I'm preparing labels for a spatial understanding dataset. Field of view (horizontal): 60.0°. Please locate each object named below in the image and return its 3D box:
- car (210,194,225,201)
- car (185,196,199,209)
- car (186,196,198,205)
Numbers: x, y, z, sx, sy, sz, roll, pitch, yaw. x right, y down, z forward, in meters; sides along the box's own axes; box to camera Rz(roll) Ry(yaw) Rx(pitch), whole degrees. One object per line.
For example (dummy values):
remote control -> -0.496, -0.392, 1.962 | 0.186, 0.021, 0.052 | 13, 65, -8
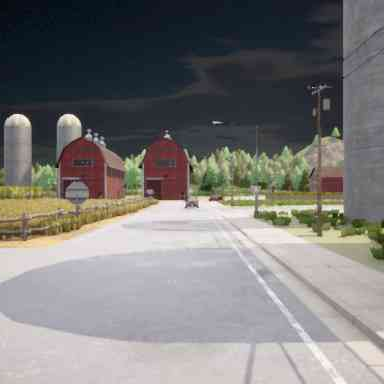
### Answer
car -> 5.985, 1.298, 77.630 | 2.097, 1.767, 4.553 | 0, 0, 34
car -> 0.000, 1.531, 45.338 | 1.812, 1.442, 4.674 | 0, 0, 0
car -> -0.025, 1.493, 60.345 | 2.128, 1.511, 4.902 | 0, 0, 0
